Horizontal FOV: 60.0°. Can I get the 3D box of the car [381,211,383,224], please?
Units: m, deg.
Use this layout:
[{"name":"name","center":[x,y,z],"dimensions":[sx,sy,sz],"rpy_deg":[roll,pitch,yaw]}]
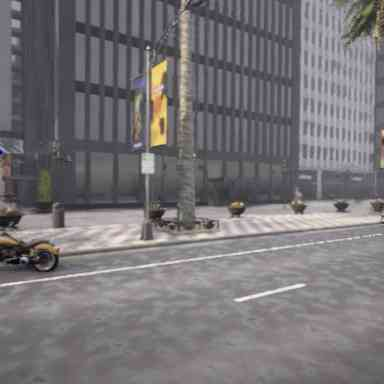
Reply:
[{"name":"car","center":[13.735,1.270,20.754],"dimensions":[4.892,1.521,2.231],"rpy_deg":[0,1,-33]}]
